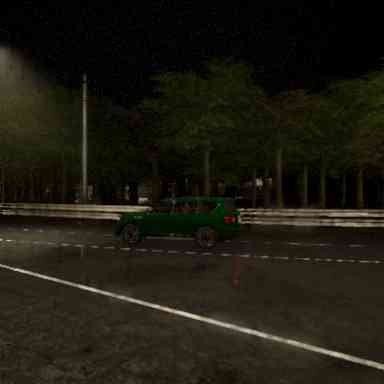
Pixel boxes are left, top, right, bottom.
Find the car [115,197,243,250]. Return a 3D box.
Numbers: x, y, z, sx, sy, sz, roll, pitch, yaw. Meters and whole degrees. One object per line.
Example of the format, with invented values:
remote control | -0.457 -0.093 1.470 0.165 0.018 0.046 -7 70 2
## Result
car | -0.581 1.247 14.467 5.566 2.045 2.150 0 0 18
